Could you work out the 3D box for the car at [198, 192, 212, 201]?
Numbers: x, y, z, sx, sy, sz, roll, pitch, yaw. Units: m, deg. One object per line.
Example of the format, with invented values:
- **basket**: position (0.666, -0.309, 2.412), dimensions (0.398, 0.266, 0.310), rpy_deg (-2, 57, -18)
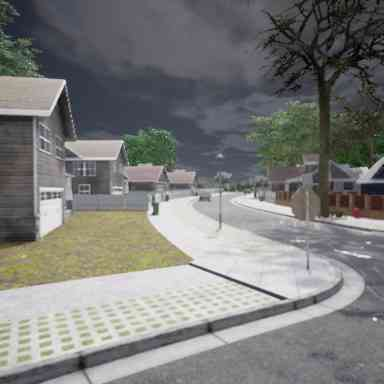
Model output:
- **car**: position (2.184, 0.707, 54.923), dimensions (1.837, 1.490, 4.892), rpy_deg (0, 1, 6)
